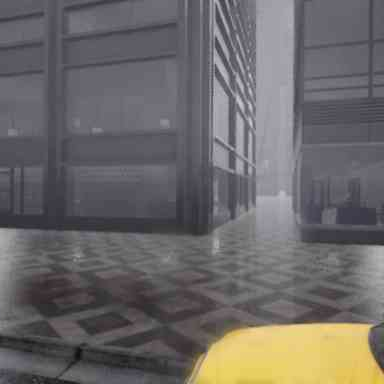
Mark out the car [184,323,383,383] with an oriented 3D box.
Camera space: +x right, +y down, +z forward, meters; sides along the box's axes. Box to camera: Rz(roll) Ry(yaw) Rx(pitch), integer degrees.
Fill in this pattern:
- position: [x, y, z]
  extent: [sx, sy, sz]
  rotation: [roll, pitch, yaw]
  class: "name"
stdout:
- position: [2.493, 1.454, 2.185]
  extent: [5.366, 1.575, 1.801]
  rotation: [0, 0, 16]
  class: "car"
